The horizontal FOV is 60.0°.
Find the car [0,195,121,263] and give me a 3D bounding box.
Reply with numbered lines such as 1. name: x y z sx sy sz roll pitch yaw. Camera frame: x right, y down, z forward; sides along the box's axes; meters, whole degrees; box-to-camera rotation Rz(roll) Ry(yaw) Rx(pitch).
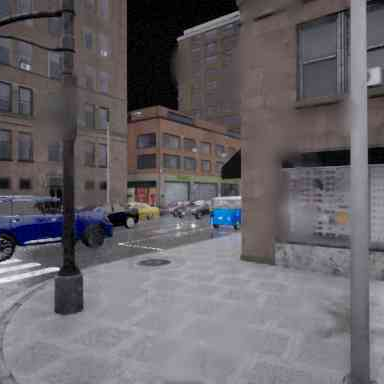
1. car: -5.612 1.140 12.002 2.150 2.045 5.566 1 1 42

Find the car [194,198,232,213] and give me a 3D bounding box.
1. car: 2.151 1.320 33.223 1.802 1.307 4.206 0 1 36

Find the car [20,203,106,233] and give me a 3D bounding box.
1. car: -7.538 1.440 19.894 1.887 1.381 4.507 0 1 36

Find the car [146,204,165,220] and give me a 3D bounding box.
1. car: -4.408 1.370 24.199 1.752 1.417 4.829 0 1 36

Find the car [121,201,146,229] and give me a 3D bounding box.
1. car: -5.139 1.358 18.529 1.882 1.535 5.008 0 0 35

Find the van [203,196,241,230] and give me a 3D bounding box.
1. van: 2.608 1.145 19.338 1.690 1.788 3.998 0 1 36

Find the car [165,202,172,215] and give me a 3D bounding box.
1. car: -1.078 1.372 28.781 1.802 1.307 4.206 0 1 36

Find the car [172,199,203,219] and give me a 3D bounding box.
1. car: 0.756 1.310 26.623 1.812 1.442 4.674 0 0 36
